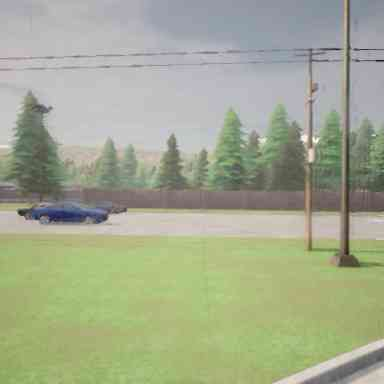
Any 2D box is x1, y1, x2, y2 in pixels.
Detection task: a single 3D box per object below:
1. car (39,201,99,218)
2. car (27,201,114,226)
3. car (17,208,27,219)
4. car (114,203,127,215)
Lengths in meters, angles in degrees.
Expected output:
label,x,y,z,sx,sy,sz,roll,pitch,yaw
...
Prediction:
label,x,y,z,sx,sy,sz,roll,pitch,yaw
car,-11.067,1.558,30.145,4.718,1.301,1.895,1,0,3
car,-8.304,1.446,22.989,5.008,1.535,1.882,1,0,3
car,-11.241,1.546,26.650,4.718,1.301,1.895,1,0,3
car,-8.661,1.558,33.523,4.181,1.385,1.994,1,0,3
